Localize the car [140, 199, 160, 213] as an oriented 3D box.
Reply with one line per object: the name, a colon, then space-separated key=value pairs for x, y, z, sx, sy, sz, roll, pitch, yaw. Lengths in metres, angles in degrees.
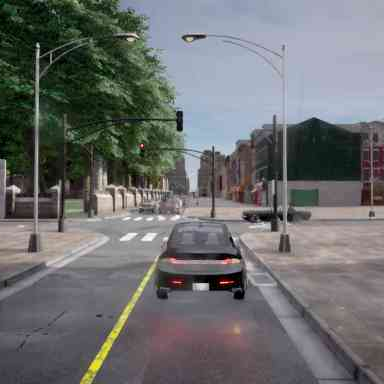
car: x=-4.900 y=1.564 z=39.405 sx=1.752 sy=1.417 sz=4.829 roll=1 pitch=0 yaw=0

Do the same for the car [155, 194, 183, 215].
car: x=-2.310 y=1.383 z=34.750 sx=2.097 sy=1.767 sz=4.553 roll=0 pitch=0 yaw=-1

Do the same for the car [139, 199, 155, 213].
car: x=-4.889 y=1.586 z=37.431 sx=2.008 sy=1.369 sz=4.403 roll=1 pitch=0 yaw=0

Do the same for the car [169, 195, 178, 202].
car: x=-4.549 y=1.621 z=82.717 sx=1.967 sy=1.590 sz=4.097 roll=1 pitch=0 yaw=0

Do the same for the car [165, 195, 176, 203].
car: x=-4.624 y=1.570 z=71.817 sx=1.967 sy=1.590 sz=4.097 roll=1 pitch=0 yaw=0

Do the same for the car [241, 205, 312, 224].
car: x=5.926 y=1.605 z=23.898 sx=4.718 sy=1.301 sz=1.895 roll=0 pitch=-1 yaw=1

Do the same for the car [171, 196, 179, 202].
car: x=-4.514 y=1.734 z=87.997 sx=1.752 sy=1.417 sz=4.829 roll=1 pitch=0 yaw=0

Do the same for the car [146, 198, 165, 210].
car: x=-4.813 y=1.598 z=44.566 sx=2.008 sy=1.369 sz=4.403 roll=1 pitch=0 yaw=0

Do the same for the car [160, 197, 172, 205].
car: x=-4.701 y=1.671 z=60.916 sx=1.802 sy=1.307 sz=4.206 roll=1 pitch=0 yaw=0

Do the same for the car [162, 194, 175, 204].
car: x=-4.658 y=1.423 z=66.367 sx=2.192 sy=1.841 sz=5.009 roll=1 pitch=0 yaw=0

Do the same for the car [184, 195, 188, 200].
car: x=-2.174 y=1.573 z=58.308 sx=2.128 sy=1.511 sz=4.902 roll=0 pitch=0 yaw=1

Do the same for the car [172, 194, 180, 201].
car: x=-4.472 y=1.556 z=93.619 sx=2.192 sy=1.841 sz=5.009 roll=1 pitch=0 yaw=0

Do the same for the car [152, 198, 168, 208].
car: x=-4.776 y=1.625 z=50.016 sx=1.947 sy=1.339 sz=4.313 roll=1 pitch=0 yaw=0

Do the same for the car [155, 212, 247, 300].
car: x=0.213 y=1.496 z=8.419 sx=2.128 sy=1.511 sz=4.902 roll=0 pitch=0 yaw=1

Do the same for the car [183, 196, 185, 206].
car: x=-2.266 y=1.577 z=46.085 sx=1.812 sy=1.442 sz=4.674 roll=0 pitch=0 yaw=0
